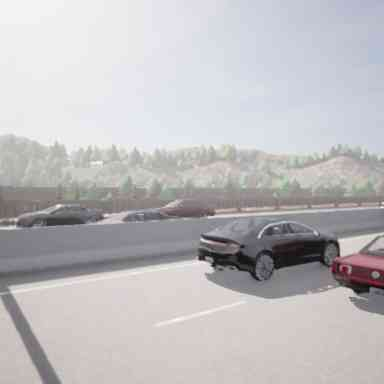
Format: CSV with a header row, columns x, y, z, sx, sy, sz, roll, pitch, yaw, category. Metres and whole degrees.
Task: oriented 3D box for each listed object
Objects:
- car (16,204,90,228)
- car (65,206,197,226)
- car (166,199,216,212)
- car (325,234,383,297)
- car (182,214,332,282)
x,y,z,sx,sy,sz,roll,pitch,yaw,category
-7.757,1.490,19.904,4.902,1.511,2.128,0,0,-35,car
-2.557,1.543,15.001,5.357,1.411,2.033,0,0,-35,car
-0.598,1.171,20.641,4.674,1.442,1.812,0,0,-36,car
5.299,1.595,7.527,4.718,1.301,1.895,0,0,-36,car
2.407,1.486,9.764,4.902,1.511,2.128,0,0,-36,car
